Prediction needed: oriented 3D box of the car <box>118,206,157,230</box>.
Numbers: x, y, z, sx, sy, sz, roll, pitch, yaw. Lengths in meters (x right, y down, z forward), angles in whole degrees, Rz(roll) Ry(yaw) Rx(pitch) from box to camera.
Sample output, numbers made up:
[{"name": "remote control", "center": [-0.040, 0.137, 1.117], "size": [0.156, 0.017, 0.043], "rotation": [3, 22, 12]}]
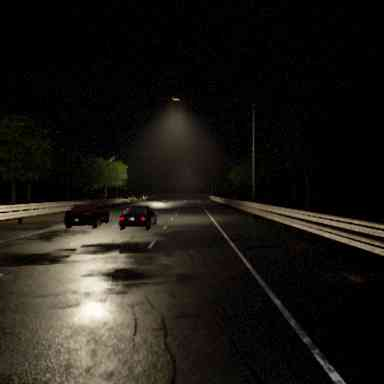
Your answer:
[{"name": "car", "center": [-3.399, 1.605, 21.488], "size": [2.033, 1.411, 5.357], "rotation": [0, 0, 0]}]

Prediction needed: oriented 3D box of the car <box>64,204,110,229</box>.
[{"name": "car", "center": [-6.903, 1.538, 22.386], "size": [1.882, 1.535, 5.008], "rotation": [0, 0, 0]}]
